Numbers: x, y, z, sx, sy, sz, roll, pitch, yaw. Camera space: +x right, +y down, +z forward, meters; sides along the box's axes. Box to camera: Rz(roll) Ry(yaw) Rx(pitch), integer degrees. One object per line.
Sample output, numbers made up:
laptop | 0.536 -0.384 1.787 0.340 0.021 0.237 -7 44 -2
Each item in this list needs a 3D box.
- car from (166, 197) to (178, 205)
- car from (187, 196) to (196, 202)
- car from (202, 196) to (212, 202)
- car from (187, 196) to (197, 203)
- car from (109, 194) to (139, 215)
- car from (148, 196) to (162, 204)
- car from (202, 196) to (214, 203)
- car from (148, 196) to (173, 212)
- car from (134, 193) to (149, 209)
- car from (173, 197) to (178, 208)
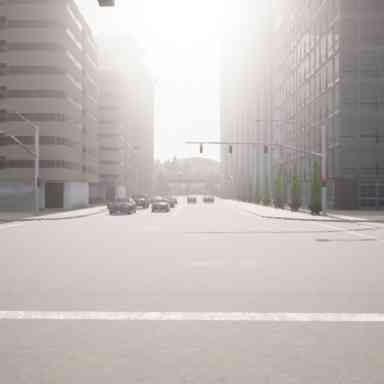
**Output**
car | -3.609 1.601 60.061 1.895 1.301 4.718 0 0 0
car | -0.048 1.522 76.014 1.994 1.385 4.181 0 0 0
car | 3.452 1.528 76.190 1.994 1.385 4.181 0 0 0
car | -0.042 1.478 66.686 1.882 1.535 5.008 0 0 0
car | -7.122 1.352 34.465 2.097 1.767 4.553 0 0 0
car | -7.087 1.492 64.496 2.128 1.511 4.902 0 0 0
car | 3.458 1.505 67.522 1.837 1.490 4.892 0 0 0
car | -3.625 1.505 38.963 1.837 1.490 4.892 0 0 0
car | -7.127 1.215 44.854 2.150 2.045 5.566 0 1 0
car | -3.627 1.352 48.167 2.097 1.767 4.553 0 0 0
